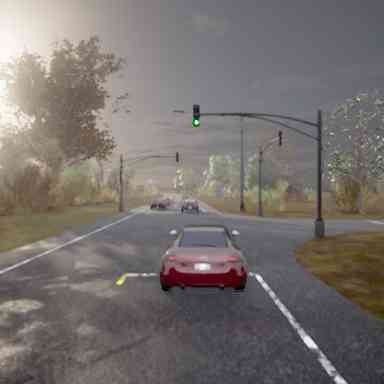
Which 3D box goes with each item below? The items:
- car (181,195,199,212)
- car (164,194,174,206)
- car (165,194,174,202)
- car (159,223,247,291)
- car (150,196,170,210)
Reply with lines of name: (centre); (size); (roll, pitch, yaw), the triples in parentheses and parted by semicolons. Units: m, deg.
car: (-0.240, 1.399, 36.394); (1.812, 1.442, 4.674); (0, 0, -1)
car: (-4.173, 1.393, 49.508); (1.994, 1.385, 4.181); (0, 0, -1)
car: (-4.702, 1.237, 70.331); (1.882, 1.535, 5.008); (0, 0, -2)
car: (0.329, 1.533, 8.987); (1.994, 1.385, 4.181); (0, 0, 3)
car: (-3.998, 1.461, 40.318); (1.895, 1.301, 4.718); (0, 0, -1)
